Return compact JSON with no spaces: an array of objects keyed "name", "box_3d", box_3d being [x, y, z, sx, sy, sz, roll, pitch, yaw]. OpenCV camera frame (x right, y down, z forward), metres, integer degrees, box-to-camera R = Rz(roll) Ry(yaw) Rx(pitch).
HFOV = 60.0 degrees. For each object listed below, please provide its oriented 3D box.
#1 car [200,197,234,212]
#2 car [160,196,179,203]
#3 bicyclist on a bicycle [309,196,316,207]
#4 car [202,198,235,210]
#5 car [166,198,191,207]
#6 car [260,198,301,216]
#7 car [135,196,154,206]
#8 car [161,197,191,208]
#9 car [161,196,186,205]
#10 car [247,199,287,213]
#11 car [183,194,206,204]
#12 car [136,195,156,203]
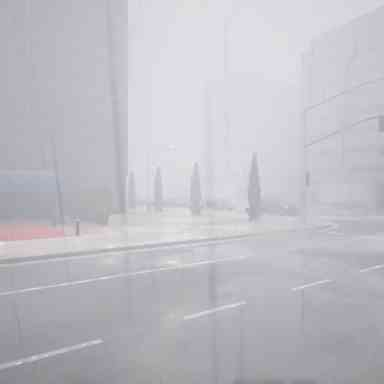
[{"name":"car","box_3d":[3.001,1.491,39.637,2.128,1.511,4.902,0,0,-35]},{"name":"car","box_3d":[-4.757,1.601,69.527,1.895,1.301,4.718,0,0,-35]},{"name":"bicyclist on a bicycle","box_3d":[16.941,1.301,46.707,1.656,1.620,0.582,0,0,-35]},{"name":"car","box_3d":[3.515,1.526,45.036,1.812,1.442,4.674,0,0,-35]},{"name":"car","box_3d":[-2.202,1.601,53.280,1.895,1.301,4.718,0,0,-35]},{"name":"car","box_3d":[8.192,1.352,32.161,2.097,1.767,4.553,0,0,-35]},{"name":"car","box_3d":[-8.100,1.526,55.676,1.812,1.442,4.674,0,0,-34]},{"name":"car","box_3d":[-2.559,1.547,47.646,2.033,1.411,5.357,0,0,-35]},{"name":"car","box_3d":[-3.517,1.547,61.639,2.033,1.411,5.357,0,0,-35]},{"name":"car","box_3d":[8.509,1.564,37.841,1.994,1.385,4.181,0,0,-35]},{"name":"car","box_3d":[0.365,1.352,62.186,2.097,1.767,4.553,0,0,-35]},{"name":"car","box_3d":[-9.772,1.520,70.452,2.128,1.511,4.902,0,0,-35]}]
